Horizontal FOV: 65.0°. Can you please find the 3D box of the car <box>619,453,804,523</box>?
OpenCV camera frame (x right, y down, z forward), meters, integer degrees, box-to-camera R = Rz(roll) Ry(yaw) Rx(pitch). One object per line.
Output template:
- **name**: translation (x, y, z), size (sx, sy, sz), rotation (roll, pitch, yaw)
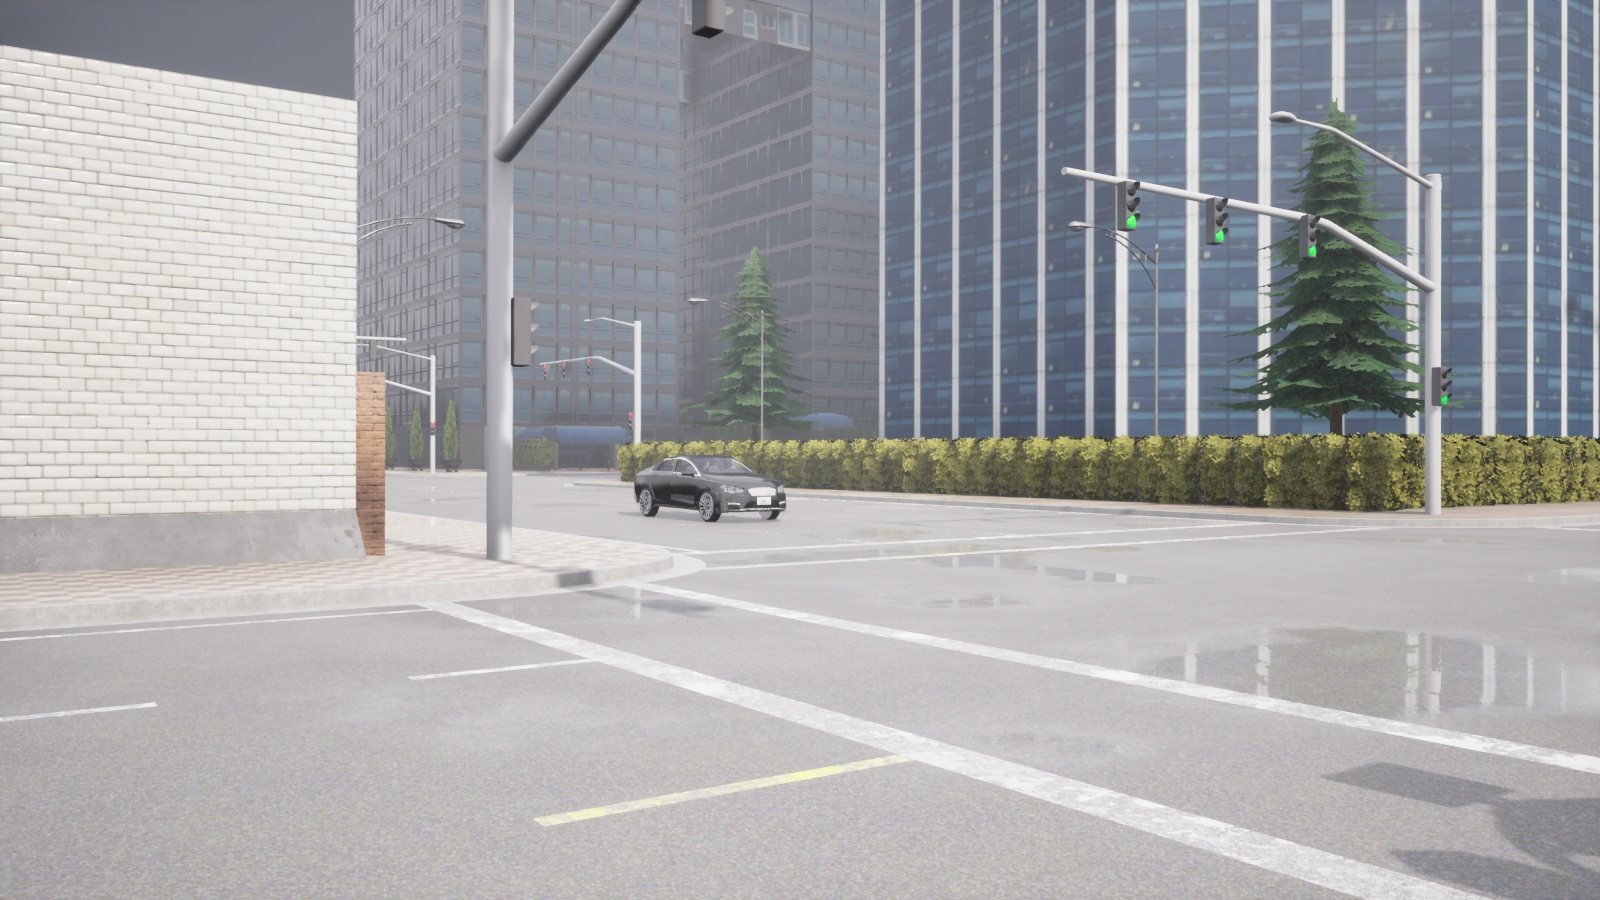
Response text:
- **car**: translation (-2.194, 0.834, 29.697), size (2.128, 1.511, 4.902), rotation (0, 0, -35)
